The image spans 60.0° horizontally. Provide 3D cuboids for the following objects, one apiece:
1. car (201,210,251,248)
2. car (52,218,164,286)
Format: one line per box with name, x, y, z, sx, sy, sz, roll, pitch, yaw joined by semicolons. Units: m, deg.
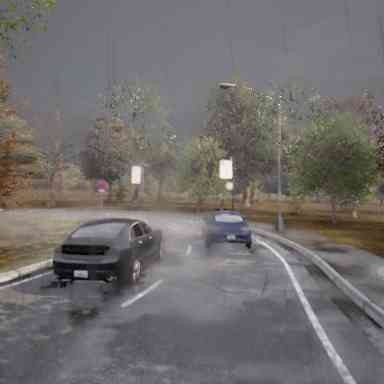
car;1.434;1.537;14.754;1.812;1.442;4.674;1;0;-1
car;-2.062;1.494;9.464;1.837;1.490;4.892;0;0;7
